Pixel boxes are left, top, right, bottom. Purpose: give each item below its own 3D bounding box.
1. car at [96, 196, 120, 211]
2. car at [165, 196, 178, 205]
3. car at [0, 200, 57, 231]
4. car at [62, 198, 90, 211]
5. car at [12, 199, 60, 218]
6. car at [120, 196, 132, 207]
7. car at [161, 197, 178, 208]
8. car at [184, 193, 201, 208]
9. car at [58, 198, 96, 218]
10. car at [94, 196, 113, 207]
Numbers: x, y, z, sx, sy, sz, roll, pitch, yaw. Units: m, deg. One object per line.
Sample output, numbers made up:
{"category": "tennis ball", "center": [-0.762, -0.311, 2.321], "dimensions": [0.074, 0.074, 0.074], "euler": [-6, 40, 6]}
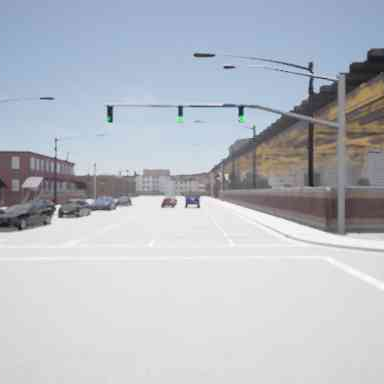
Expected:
{"category": "car", "center": [-10.602, 1.328, 40.352], "dimensions": [2.097, 1.767, 4.553], "euler": [0, 0, 0]}
{"category": "car", "center": [-3.496, 1.518, 58.129], "dimensions": [2.033, 1.411, 5.357], "euler": [0, 0, 0]}
{"category": "car", "center": [-10.600, 1.462, 20.926], "dimensions": [1.882, 1.535, 5.008], "euler": [0, 0, 2]}
{"category": "car", "center": [-14.100, 1.500, 40.605], "dimensions": [1.812, 1.442, 4.674], "euler": [0, 0, 0]}
{"category": "car", "center": [-14.103, 1.470, 30.477], "dimensions": [2.128, 1.511, 4.902], "euler": [0, 0, 0]}
{"category": "car", "center": [-10.559, 1.476, 51.985], "dimensions": [1.837, 1.490, 4.892], "euler": [0, 0, 1]}
{"category": "car", "center": [-3.423, 1.500, 48.145], "dimensions": [1.812, 1.442, 4.674], "euler": [0, 0, 0]}
{"category": "car", "center": [0.078, 1.198, 47.982], "dimensions": [2.150, 2.045, 5.566], "euler": [0, 0, 0]}
{"category": "car", "center": [-10.605, 1.485, 30.410], "dimensions": [1.837, 1.490, 4.892], "euler": [0, 0, 0]}
{"category": "car", "center": [-14.045, 1.473, 53.117], "dimensions": [1.837, 1.490, 4.892], "euler": [0, 0, 0]}
